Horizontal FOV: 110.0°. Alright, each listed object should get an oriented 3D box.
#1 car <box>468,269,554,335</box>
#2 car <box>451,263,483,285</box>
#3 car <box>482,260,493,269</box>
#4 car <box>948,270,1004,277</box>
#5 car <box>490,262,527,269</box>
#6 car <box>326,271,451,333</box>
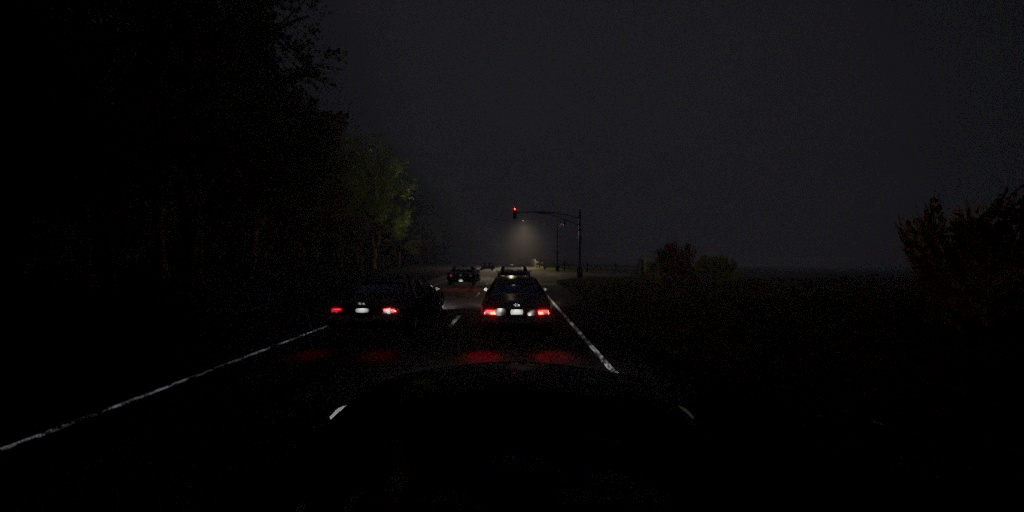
[{"bbox_3d":[0.101,1.291,10.469,2.033,1.411,5.357,0,0,0],"label":"car"},{"bbox_3d":[-3.401,1.332,25.959,1.895,1.301,4.718,0,0,0],"label":"car"},{"bbox_3d":[-3.404,1.254,51.510,2.033,1.411,5.357,0,0,0],"label":"car"},{"bbox_3d":[50.203,1.860,38.862,4.718,1.301,1.895,1,-1,0],"label":"car"},{"bbox_3d":[0.103,1.228,20.218,2.128,1.511,4.902,0,0,0],"label":"car"},{"bbox_3d":[-3.400,1.290,10.692,2.033,1.411,5.357,0,0,0],"label":"car"}]
